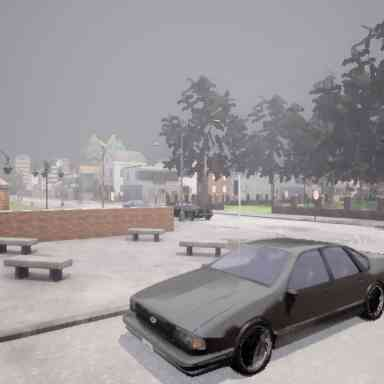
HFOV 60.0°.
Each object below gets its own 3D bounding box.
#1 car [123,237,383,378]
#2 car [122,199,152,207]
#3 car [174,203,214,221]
[{"bbox_3d":[1.608,1.547,5.749,5.357,1.411,2.033,0,0,-35],"label":"car"},{"bbox_3d":[-5.825,1.526,35.192,1.812,1.442,4.674,0,0,-35],"label":"car"},{"bbox_3d":[-0.302,1.601,27.379,1.895,1.301,4.718,0,0,-35],"label":"car"}]
